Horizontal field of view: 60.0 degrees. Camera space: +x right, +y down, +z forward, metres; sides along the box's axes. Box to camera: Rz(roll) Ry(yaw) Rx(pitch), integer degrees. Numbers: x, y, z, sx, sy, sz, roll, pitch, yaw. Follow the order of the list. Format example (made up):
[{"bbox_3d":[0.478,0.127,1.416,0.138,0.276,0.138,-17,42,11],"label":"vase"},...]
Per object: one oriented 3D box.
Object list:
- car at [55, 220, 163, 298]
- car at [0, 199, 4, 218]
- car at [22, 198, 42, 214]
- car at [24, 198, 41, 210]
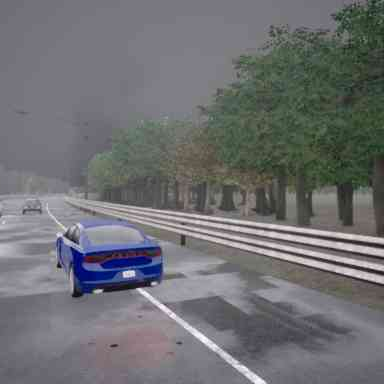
[{"bbox_3d":[-2.411,1.477,8.790,1.882,1.535,5.008,0,0,-28],"label":"car"},{"bbox_3d":[-17.637,1.213,28.684,2.150,2.045,5.566,0,-1,-26],"label":"car"},{"bbox_3d":[-16.982,1.549,35.394,2.033,1.411,5.357,0,0,-25],"label":"car"},{"bbox_3d":[-21.410,1.533,44.759,1.812,1.442,4.674,0,0,-23],"label":"car"}]
